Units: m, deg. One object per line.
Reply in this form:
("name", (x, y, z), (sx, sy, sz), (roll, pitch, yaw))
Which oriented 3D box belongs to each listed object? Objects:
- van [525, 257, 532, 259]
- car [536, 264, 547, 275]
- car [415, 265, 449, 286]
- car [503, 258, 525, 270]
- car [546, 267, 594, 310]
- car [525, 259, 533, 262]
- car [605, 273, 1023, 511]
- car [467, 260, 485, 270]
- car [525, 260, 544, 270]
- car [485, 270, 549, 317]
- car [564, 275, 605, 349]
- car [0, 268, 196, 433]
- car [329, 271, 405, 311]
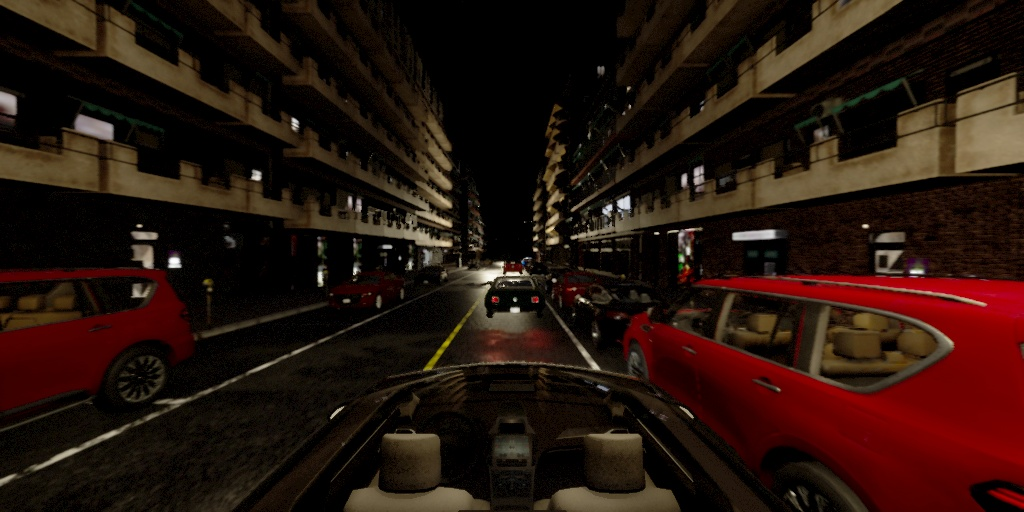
("van", (2.687, 1.138, 59.976), (1.690, 1.789, 3.998), (0, 0, 0))
("car", (2.661, 1.337, 20.324), (1.948, 1.339, 4.313), (0, 0, 0))
("car", (-5.692, 1.341, 25.930), (1.948, 1.339, 4.313), (0, 0, 0))
("car", (0.099, 1.140, 40.942), (2.097, 1.767, 4.553), (0, 0, 0))
("car", (2.656, 1.310, 14.659), (1.888, 1.381, 4.507), (0, 0, 0))
("car", (2.688, 1.340, 42.982), (2.007, 1.370, 4.403), (0, 0, 0))
("car", (2.657, 1.067, 3.330), (2.192, 1.841, 5.009), (0, 0, 0))
("car", (-5.694, 1.346, 54.255), (2.007, 1.370, 4.403), (0, 0, 0))
("car", (2.690, 1.351, 37.317), (1.948, 1.339, 4.313), (0, 0, 0))
("car", (0.100, 1.364, 13.156), (1.895, 1.301, 4.718), (0, 0, 0))
("car", (2.656, 1.325, 8.994), (1.948, 1.339, 4.313), (0, 0, 0))
("car", (-5.691, 1.067, 3.269), (2.192, 1.841, 5.009), (0, 0, 0))
("car", (-5.692, 1.310, 14.599), (1.888, 1.381, 4.507), (0, 0, 0))
